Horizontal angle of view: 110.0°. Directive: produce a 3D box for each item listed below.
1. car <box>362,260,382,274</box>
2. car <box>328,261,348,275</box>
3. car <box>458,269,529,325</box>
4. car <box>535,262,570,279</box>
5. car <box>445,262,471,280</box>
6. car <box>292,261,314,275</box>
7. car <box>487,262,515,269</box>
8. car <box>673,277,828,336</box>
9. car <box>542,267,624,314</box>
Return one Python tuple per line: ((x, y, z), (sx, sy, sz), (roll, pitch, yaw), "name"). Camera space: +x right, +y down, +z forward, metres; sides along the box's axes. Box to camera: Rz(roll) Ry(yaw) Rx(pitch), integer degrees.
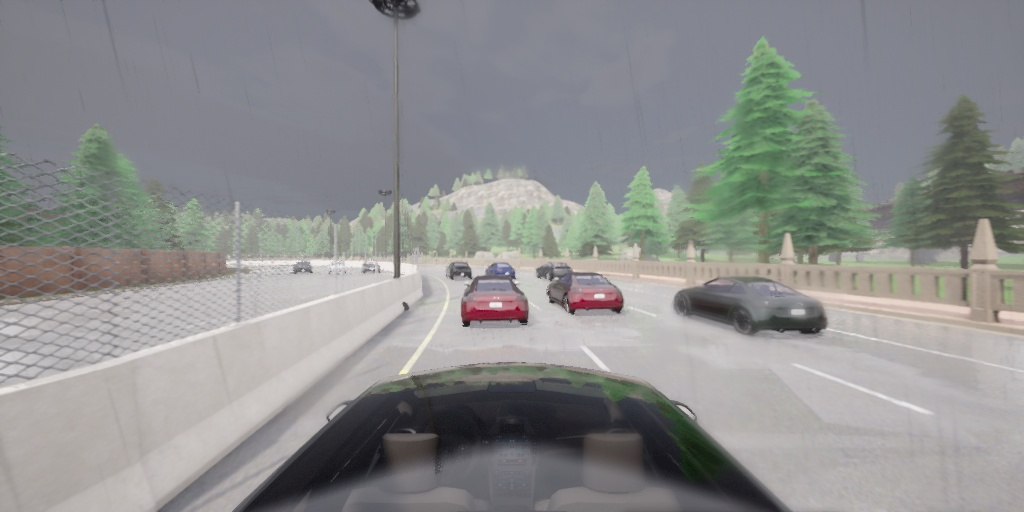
((-16.332, 1.271, 41.621), (2.128, 1.511, 4.902), (0, 0, -26), "car")
((-19.564, 1.320, 40.283), (1.812, 1.442, 4.674), (0, 0, -26), "car")
((-0.629, 1.307, 11.821), (1.994, 1.385, 4.181), (0, 0, -5), "car")
((3.307, 1.203, 28.878), (2.128, 1.511, 4.902), (0, 0, -14), "car")
((-4.731, 1.247, 31.556), (1.837, 1.490, 4.892), (0, 0, -17), "car")
((-23.933, 1.315, 41.259), (1.837, 1.490, 4.892), (0, 0, -27), "car")
((-1.034, 1.253, 31.307), (1.812, 1.442, 4.674), (0, 0, -16), "car")
((6.519, 1.279, 10.375), (1.994, 1.385, 4.181), (0, 0, -5), "car")
((2.652, 1.292, 13.825), (1.994, 1.385, 4.181), (0, 0, -7), "car")
